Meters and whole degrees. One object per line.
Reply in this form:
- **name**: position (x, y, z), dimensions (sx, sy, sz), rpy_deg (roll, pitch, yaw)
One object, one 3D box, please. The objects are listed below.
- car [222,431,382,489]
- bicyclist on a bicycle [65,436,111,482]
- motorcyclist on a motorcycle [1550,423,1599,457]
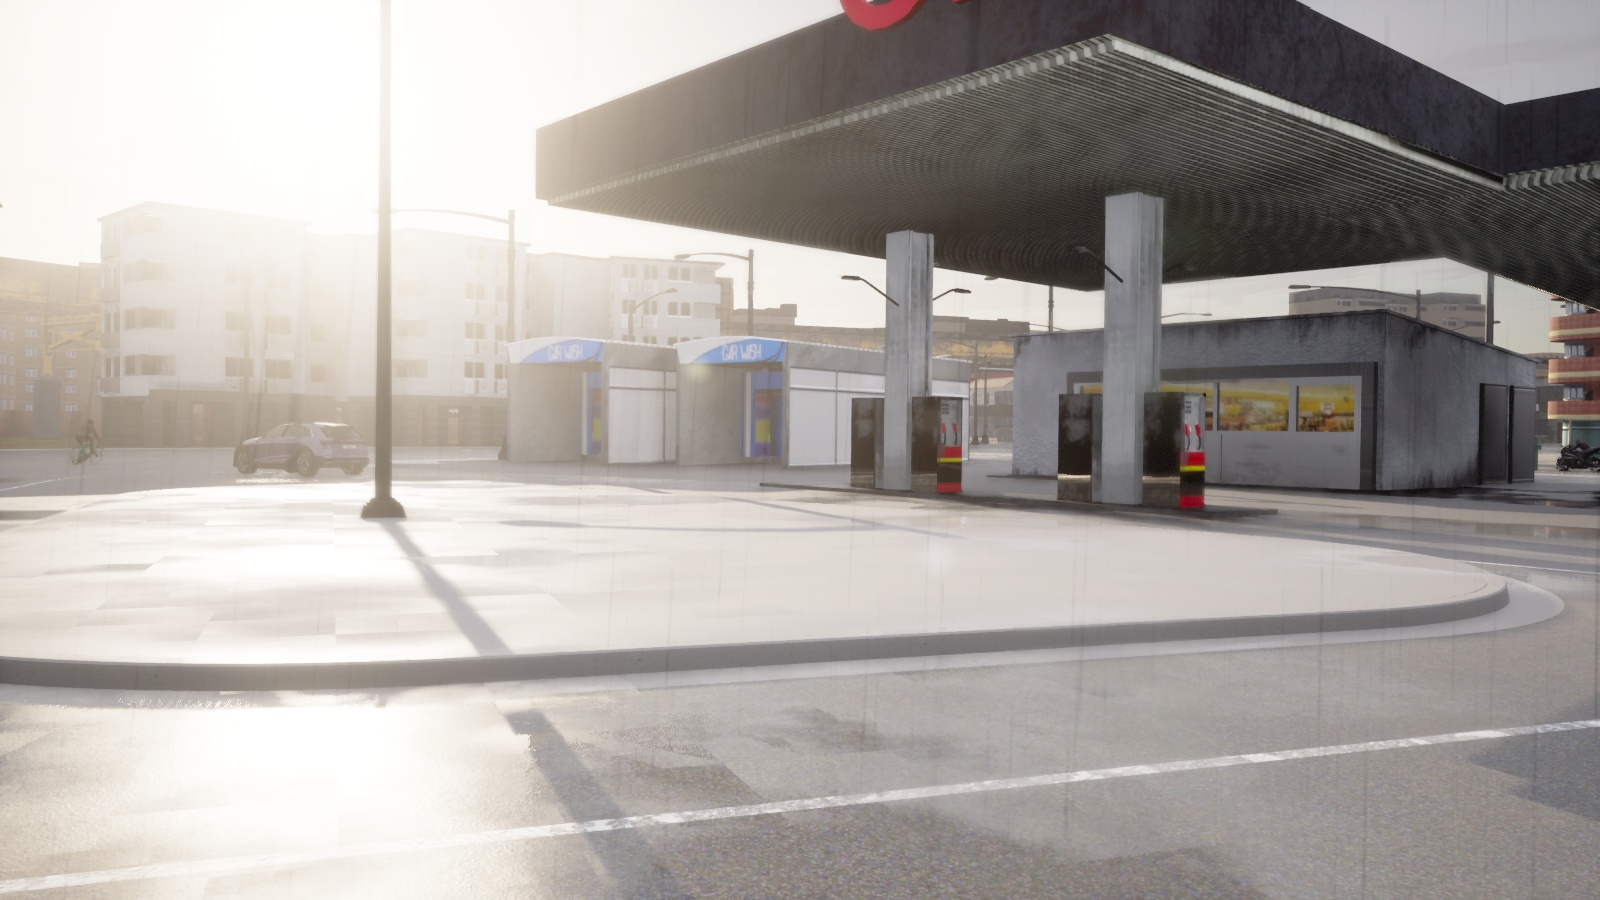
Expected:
- **car**: position (-15.202, 0.269, 38.297), dimensions (4.856, 1.649, 2.033), rpy_deg (0, 1, 32)
- **bicyclist on a bicycle**: position (-25.582, 0.293, 45.136), dimensions (0.582, 1.620, 1.656), rpy_deg (0, 1, 6)
- **motorcyclist on a motorcycle**: position (35.662, -0.487, 57.460), dimensions (0.866, 1.530, 2.191), rpy_deg (-1, 1, -22)
